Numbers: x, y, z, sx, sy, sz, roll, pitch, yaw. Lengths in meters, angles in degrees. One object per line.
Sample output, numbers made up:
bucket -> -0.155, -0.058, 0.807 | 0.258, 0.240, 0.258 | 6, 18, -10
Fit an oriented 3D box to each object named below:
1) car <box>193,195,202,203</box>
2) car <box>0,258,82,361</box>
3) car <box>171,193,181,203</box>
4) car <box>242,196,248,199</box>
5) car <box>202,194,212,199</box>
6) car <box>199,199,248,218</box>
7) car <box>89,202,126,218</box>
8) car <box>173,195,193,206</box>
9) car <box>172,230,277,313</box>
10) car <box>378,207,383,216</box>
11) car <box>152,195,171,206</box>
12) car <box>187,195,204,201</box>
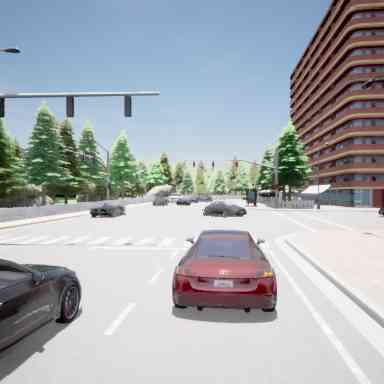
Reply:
car -> 0.225, 1.548, 68.791 | 2.033, 1.411, 5.357 | 0, 0, 8
car -> -3.136, 1.526, 4.295 | 1.812, 1.442, 4.674 | 0, 0, 7
car -> -3.426, 1.219, 68.245 | 2.150, 2.045, 5.566 | 0, 0, 7
car -> 15.718, 1.595, 90.463 | 4.718, 1.301, 1.895 | 0, 0, -40
car -> 3.129, 1.355, 78.685 | 2.097, 1.767, 4.553 | 0, 0, 22
car -> 3.002, 1.600, 30.878 | 1.994, 1.385, 4.181 | 0, 0, -44
car -> -7.584, 1.605, 30.264 | 1.895, 1.301, 4.718 | 0, 0, 6
car -> -1.416, 1.601, 55.180 | 1.895, 1.301, 4.718 | 0, 0, 6
car -> 0.771, 1.564, 7.788 | 1.994, 1.385, 4.181 | 0, 0, 6
car -> 19.230, 1.619, 29.983 | 4.181, 1.385, 1.994 | 0, 0, 6
car -> -5.093, 1.503, 53.716 | 1.837, 1.490, 4.892 | 0, 0, 6
car -> 0.899, 1.540, 82.201 | 2.033, 1.411, 5.357 | 0, 0, 25
